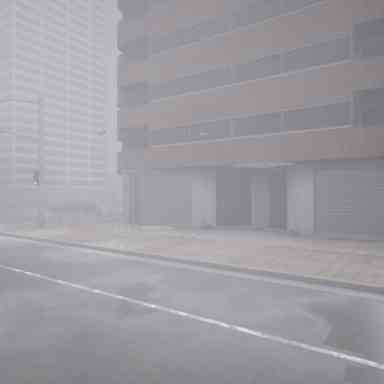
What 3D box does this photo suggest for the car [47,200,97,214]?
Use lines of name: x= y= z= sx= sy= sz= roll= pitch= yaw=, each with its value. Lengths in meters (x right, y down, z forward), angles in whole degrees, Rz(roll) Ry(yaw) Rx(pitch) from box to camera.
car: x=-13.000 y=1.559 z=36.515 sx=2.033 sy=1.411 sz=5.357 roll=0 pitch=0 yaw=35

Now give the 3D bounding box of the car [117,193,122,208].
car: x=-7.303 y=1.364 z=44.635 sx=2.097 sy=1.767 sz=4.553 roll=0 pitch=0 yaw=35
